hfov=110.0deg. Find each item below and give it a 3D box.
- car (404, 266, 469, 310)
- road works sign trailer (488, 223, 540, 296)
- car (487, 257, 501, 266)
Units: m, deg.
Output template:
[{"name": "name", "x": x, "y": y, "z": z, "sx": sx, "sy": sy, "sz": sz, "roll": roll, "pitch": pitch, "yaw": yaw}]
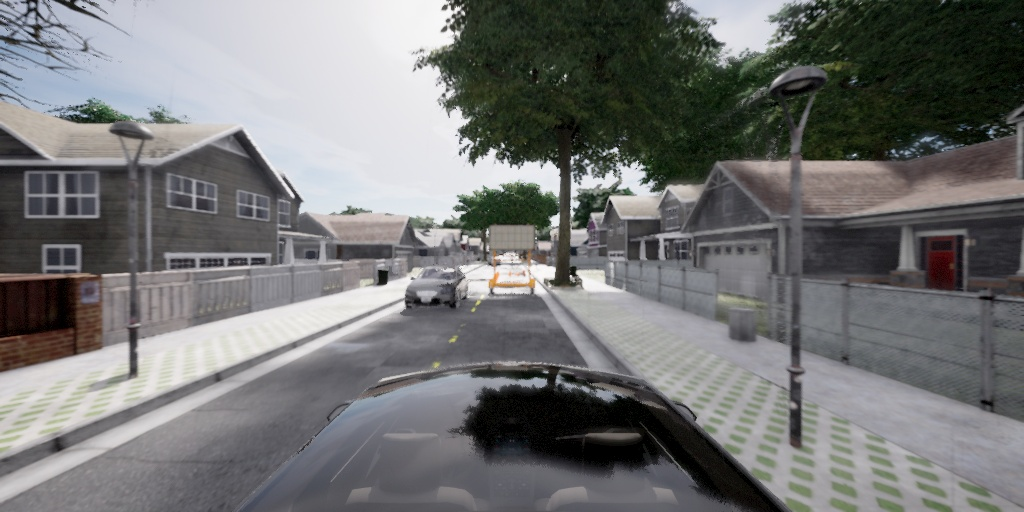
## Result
[{"name": "car", "x": -2.853, "y": 1.164, "z": 14.381, "sx": 2.128, "sy": 1.511, "sz": 4.902, "roll": 0, "pitch": 0, "yaw": 0}, {"name": "road works sign trailer", "x": 0.001, "y": 0.110, "z": 18.510, "sx": 2.380, "sy": 3.560, "sz": 2.880, "roll": 0, "pitch": 0, "yaw": 0}, {"name": "car", "x": -2.816, "y": 0.849, "z": 57.272, "sx": 2.128, "sy": 1.511, "sz": 4.902, "roll": 0, "pitch": 1, "yaw": 1}]
